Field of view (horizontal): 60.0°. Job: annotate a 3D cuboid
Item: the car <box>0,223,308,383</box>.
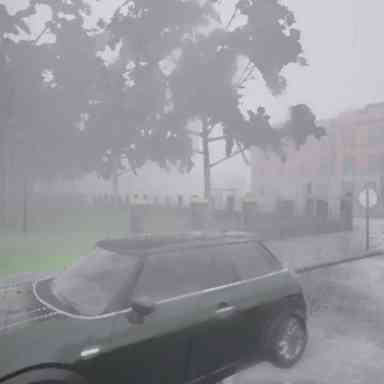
[{"bbox_3d":[-0.657,1.350,4.123,4.553,1.767,2.097,0,0,-35],"label":"car"}]
